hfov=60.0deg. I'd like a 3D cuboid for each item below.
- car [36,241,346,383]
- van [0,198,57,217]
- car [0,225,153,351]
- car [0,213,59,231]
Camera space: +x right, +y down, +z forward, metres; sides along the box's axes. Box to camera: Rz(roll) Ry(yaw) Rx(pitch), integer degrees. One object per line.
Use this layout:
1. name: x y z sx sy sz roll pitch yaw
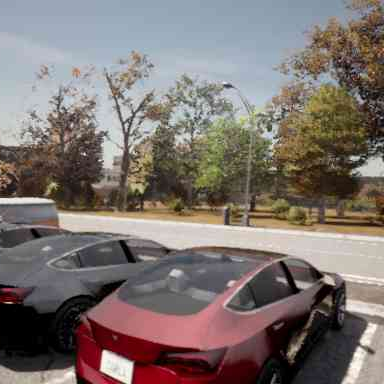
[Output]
1. car: 0.733 1.494 4.659 2.163 1.488 4.792 1 0 35
2. van: -6.131 1.173 9.374 1.878 1.987 4.442 1 0 35
3. car: -1.528 1.472 6.271 2.163 1.488 4.792 1 0 35
4. car: -3.788 1.450 7.883 2.163 1.488 4.792 1 0 35
